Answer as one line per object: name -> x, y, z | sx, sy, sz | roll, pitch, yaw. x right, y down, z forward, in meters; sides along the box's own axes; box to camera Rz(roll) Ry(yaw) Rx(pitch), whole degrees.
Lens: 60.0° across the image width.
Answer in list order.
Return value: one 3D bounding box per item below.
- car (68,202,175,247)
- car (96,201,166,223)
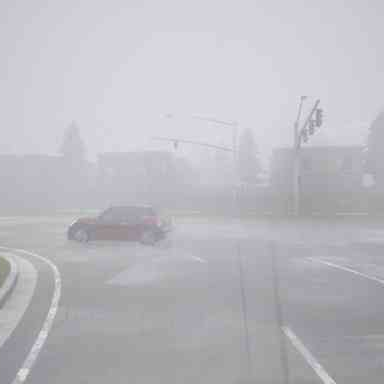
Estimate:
car -> -3.151, 1.352, 14.867 | 4.553, 1.767, 2.097 | 0, 0, 12
car -> -4.711, 1.492, 25.934 | 4.902, 1.511, 2.128 | 0, 0, 12
